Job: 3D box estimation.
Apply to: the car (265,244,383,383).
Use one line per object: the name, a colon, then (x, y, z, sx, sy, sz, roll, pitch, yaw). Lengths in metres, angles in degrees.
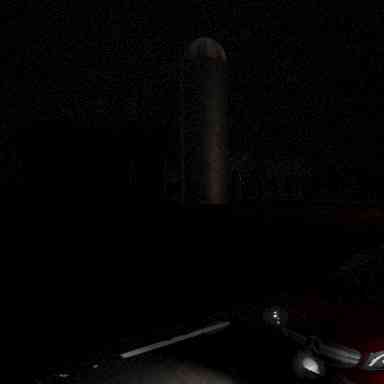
car: (3.118, 1.551, 4.885, 4.674, 1.442, 1.812, 0, 0, -37)
